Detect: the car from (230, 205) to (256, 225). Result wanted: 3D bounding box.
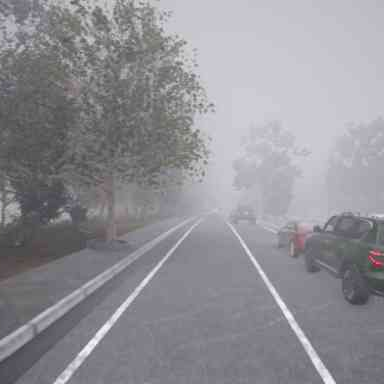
[{"bbox_3d":[5.692,2.433,36.300,2.150,2.045,5.566,3,-2,4],"label":"car"}]

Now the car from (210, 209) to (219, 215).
[{"bbox_3d":[5.095,4.451,74.639,1.812,1.442,4.674,3,-2,4],"label":"car"}]

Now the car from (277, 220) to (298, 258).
[{"bbox_3d":[5.127,1.978,14.915,1.882,1.535,5.008,3,-1,4],"label":"car"}]

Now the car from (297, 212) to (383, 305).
[{"bbox_3d":[4.718,1.580,8.962,2.150,2.045,5.566,3,-1,4],"label":"car"}]
